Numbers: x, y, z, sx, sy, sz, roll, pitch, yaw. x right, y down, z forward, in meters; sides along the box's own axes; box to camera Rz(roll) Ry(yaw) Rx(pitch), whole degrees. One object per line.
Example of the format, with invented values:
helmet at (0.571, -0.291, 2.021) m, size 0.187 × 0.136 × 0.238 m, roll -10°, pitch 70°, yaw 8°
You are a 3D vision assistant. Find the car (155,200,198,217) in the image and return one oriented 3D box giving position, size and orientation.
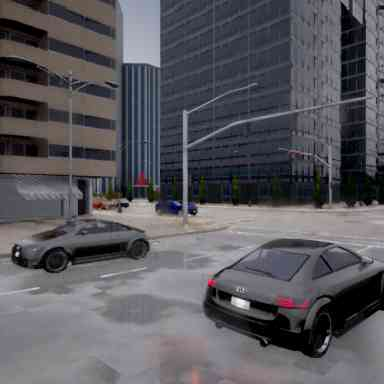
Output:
car at (-1.561, 1.533, 32.636) m, size 5.008 × 1.535 × 1.882 m, roll 0°, pitch 0°, yaw 44°

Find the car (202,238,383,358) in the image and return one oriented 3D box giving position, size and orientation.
car at (2.163, 1.564, 6.140) m, size 4.181 × 1.385 × 1.994 m, roll 0°, pitch 0°, yaw -43°

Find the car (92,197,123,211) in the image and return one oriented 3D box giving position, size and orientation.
car at (-11.168, 1.407, 42.067) m, size 4.553 × 1.767 × 2.097 m, roll 0°, pitch 0°, yaw 44°

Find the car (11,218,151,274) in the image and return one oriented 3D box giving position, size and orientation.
car at (-3.402, 1.564, 10.669) m, size 4.181 × 1.385 × 1.994 m, roll 0°, pitch 0°, yaw -41°

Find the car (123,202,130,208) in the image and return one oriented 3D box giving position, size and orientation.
car at (-10.734, 1.656, 46.547) m, size 4.718 × 1.301 × 1.895 m, roll 0°, pitch 0°, yaw 45°

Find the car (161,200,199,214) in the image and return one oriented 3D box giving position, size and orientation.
car at (-1.393, 1.619, 37.375) m, size 4.181 × 1.385 × 1.994 m, roll 0°, pitch 0°, yaw 44°
